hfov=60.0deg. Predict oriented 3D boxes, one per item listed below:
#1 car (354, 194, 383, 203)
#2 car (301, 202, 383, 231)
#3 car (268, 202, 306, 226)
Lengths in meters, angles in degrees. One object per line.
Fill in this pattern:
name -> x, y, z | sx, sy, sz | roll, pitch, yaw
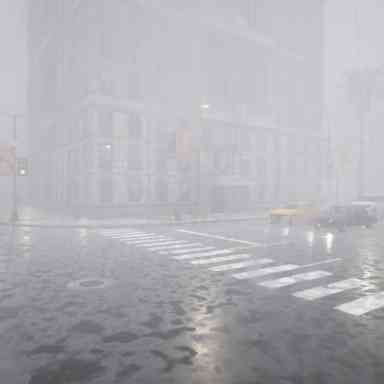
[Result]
car -> 15.985, 1.221, 29.520 | 5.566, 2.045, 2.150 | 0, 0, -34
car -> 9.571, 1.547, 20.871 | 5.357, 1.411, 2.033 | 0, 0, -35
car -> 7.596, 1.478, 23.757 | 5.008, 1.535, 1.882 | 0, 0, -35
